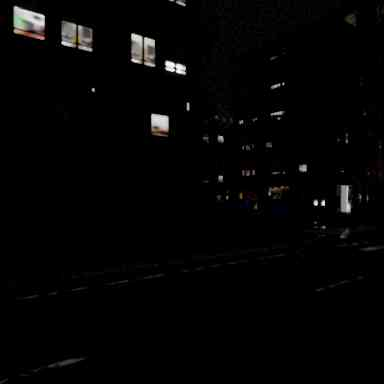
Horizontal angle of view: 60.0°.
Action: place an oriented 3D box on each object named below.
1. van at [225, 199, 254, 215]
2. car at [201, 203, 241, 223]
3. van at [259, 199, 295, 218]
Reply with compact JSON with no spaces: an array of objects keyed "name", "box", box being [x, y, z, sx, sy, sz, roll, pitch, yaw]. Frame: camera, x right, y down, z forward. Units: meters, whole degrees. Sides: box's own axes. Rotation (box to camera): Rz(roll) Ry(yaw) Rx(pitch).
[{"name":"van","box":[5.301,1.686,38.207,1.690,1.788,3.998,-1,0,-36]},{"name":"car","box":[1.893,1.882,28.767,1.802,1.307,4.206,-1,0,-36]},{"name":"van","box":[8.624,1.613,33.697,1.690,1.788,3.998,-1,0,-36]}]
